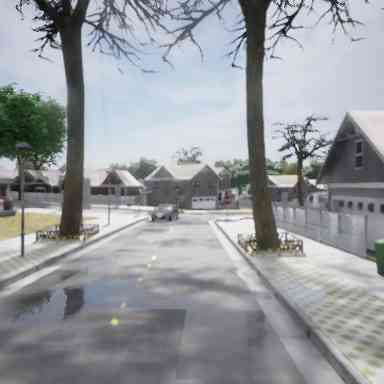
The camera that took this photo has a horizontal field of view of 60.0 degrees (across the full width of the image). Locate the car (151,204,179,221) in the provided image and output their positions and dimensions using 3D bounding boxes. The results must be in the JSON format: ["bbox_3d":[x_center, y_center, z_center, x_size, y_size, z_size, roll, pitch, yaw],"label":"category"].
[{"bbox_3d":[-2.466,1.896,31.080,2.128,1.511,4.902,0,-1,8],"label":"car"}]

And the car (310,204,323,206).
[{"bbox_3d":[22.724,2.928,60.983,5.008,1.535,1.882,2,-1,-43],"label":"car"}]
